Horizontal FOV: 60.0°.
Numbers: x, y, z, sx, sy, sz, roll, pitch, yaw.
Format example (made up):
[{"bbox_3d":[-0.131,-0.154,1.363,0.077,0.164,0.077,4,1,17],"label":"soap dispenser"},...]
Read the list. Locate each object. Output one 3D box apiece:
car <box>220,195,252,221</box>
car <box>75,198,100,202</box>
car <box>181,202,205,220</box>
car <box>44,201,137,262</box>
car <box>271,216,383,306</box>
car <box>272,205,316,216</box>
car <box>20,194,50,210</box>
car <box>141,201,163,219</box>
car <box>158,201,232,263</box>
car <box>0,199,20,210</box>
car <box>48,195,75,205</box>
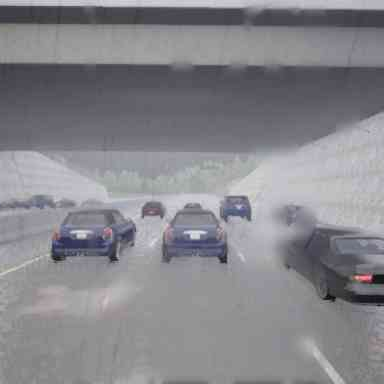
[{"bbox_3d":[3.585,1.298,28.055,2.150,2.045,5.566,0,0,0],"label":"car"},{"bbox_3d":[-14.115,1.618,46.699,2.128,1.511,4.902,0,0,0],"label":"car"},{"bbox_3d":[0.084,1.644,29.576,1.994,1.385,4.181,0,0,0],"label":"car"},{"bbox_3d":[-3.407,1.386,12.401,2.097,1.767,4.553,0,0,0],"label":"car"},{"bbox_3d":[3.596,1.570,8.301,2.033,1.411,5.357,0,0,0],"label":"car"},{"bbox_3d":[7.087,1.612,23.526,2.033,1.411,5.357,0,0,0],"label":"car"},{"bbox_3d":[-21.110,1.348,46.233,2.150,2.045,5.566,0,-1,0],"label":"car"},{"bbox_3d":[-3.417,1.560,30.495,1.882,1.535,5.008,0,0,0],"label":"car"},{"bbox_3d":[0.094,1.387,12.329,2.097,1.767,4.553,0,0,0],"label":"car"},{"bbox_3d":[-24.606,1.647,45.747,1.812,1.442,4.674,0,0,0],"label":"car"},{"bbox_3d":[-17.613,1.617,46.288,2.128,1.511,4.902,0,0,0],"label":"car"}]
